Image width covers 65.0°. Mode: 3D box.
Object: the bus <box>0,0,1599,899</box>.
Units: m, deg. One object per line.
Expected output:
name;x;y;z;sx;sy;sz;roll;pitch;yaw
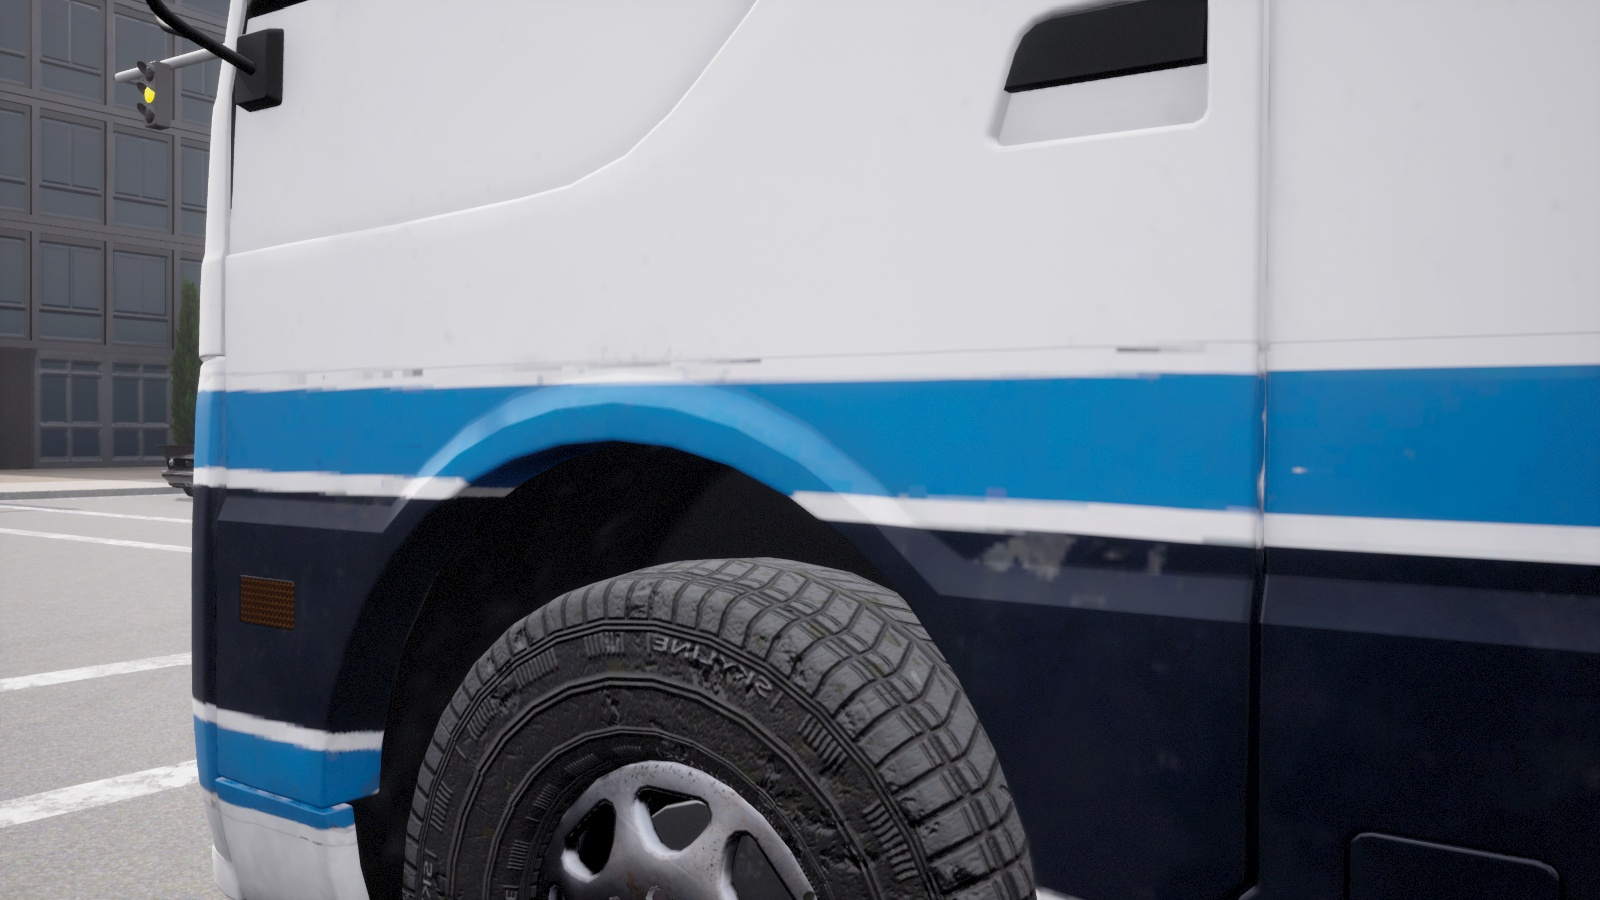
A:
bus;3.120;-0.694;1.523;10.273;4.253;3.944;0;1;34

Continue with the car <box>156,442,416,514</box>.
car;-10.509;0.516;26.022;1.895;1.301;4.718;0;1;34
